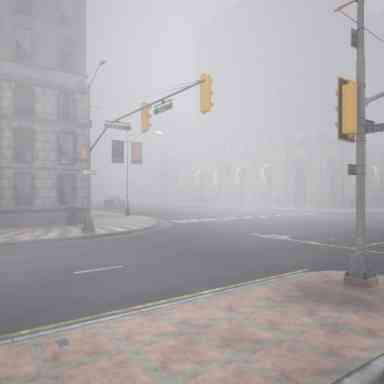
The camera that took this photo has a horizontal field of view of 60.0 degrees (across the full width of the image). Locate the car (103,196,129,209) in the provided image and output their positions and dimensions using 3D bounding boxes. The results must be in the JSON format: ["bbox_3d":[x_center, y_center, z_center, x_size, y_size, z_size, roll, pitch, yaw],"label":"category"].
[{"bbox_3d":[-10.113,1.352,44.145,2.097,1.767,4.553,0,0,-35],"label":"car"}]
